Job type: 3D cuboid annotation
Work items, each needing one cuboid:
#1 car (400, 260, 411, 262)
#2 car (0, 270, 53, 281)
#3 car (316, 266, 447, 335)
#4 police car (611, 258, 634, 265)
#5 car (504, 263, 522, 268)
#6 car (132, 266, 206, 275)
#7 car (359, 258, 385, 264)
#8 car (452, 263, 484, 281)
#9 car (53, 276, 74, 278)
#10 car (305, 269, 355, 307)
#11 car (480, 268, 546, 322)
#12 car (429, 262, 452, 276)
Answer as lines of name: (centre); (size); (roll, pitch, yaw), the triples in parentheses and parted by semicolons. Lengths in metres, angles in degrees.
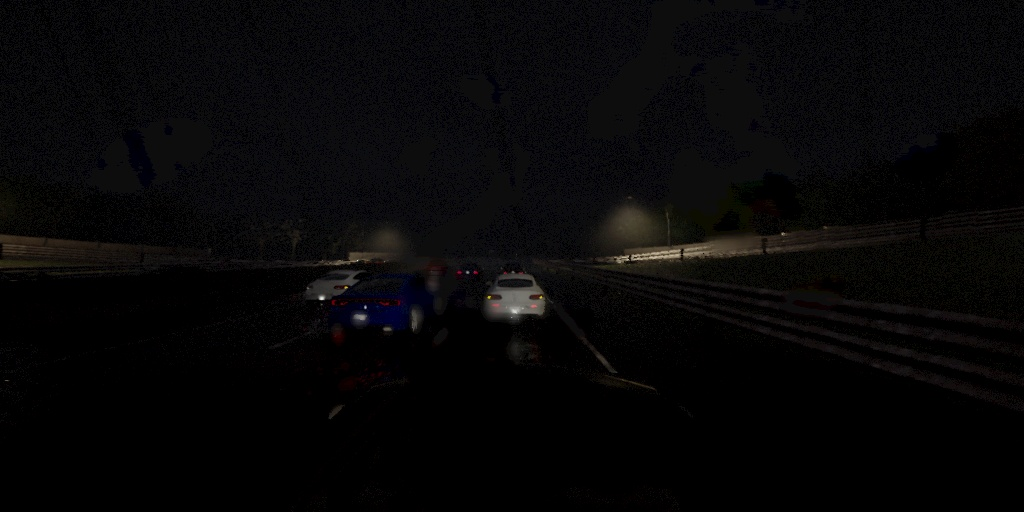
car: (-17.576, 1.308, 59.404); (1.812, 1.442, 4.674); (0, 0, 1)
car: (-21.107, 1.253, 13.109); (2.128, 1.511, 4.902); (0, 0, 0)
car: (-3.405, 1.239, 10.568); (1.882, 1.535, 5.008); (0, 0, 0)
police car: (18.874, 0.855, 61.883); (2.038, 1.542, 4.974); (0, -2, -17)
car: (0.083, 1.327, 30.071); (2.033, 1.411, 5.357); (0, 0, 0)
car: (-17.608, 1.272, 18.160); (1.837, 1.490, 4.892); (0, 0, 0)
car: (-21.081, 1.135, 55.133); (2.097, 1.767, 4.553); (0, 0, 1)
car: (-3.416, 1.326, 30.127); (2.033, 1.411, 5.357); (0, 0, 0)
car: (-24.609, 1.367, 17.339); (1.895, 1.301, 4.718); (0, 0, 0)
car: (-6.894, 1.292, 15.317); (1.812, 1.442, 4.674); (0, 0, 0)
car: (0.095, 1.289, 12.155); (1.812, 1.442, 4.674); (0, 0, 0)
car: (-6.919, 1.286, 34.411); (1.837, 1.490, 4.892); (0, 0, 0)
